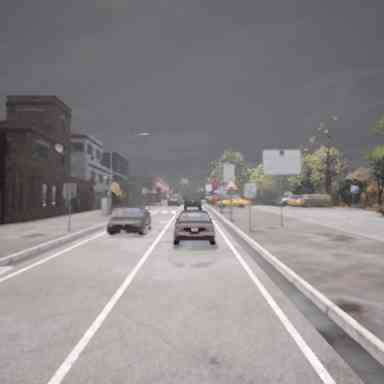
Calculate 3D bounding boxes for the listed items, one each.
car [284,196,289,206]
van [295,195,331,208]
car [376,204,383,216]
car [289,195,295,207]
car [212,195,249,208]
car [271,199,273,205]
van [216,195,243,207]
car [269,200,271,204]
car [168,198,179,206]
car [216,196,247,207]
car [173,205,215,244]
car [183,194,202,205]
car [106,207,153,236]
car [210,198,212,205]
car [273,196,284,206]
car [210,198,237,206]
[{"bbox_3d":[18.697,1.699,55.372,5.366,1.575,1.946,0,-1,0],"label":"car"},{"bbox_3d":[18.438,1.375,49.920,4.442,1.987,1.878,0,-1,0],"label":"van"},{"bbox_3d":[18.689,1.496,29.123,4.674,1.452,2.002,0,0,0],"label":"car"},{"bbox_3d":[18.718,1.646,52.712,5.366,1.575,1.946,0,-1,0],"label":"car"},{"bbox_3d":[6.097,1.604,50.466,5.366,1.575,1.946,0,-1,0],"label":"car"},{"bbox_3d":[18.426,1.916,63.877,4.892,1.521,2.231,0,-2,-1],"label":"car"},{"bbox_3d":[6.351,1.497,56.427,4.442,1.987,1.878,0,-1,0],"label":"van"},{"bbox_3d":[18.370,1.744,66.552,5.566,2.045,2.435,0,-2,-1],"label":"car"},{"bbox_3d":[-3.345,1.838,60.578,1.882,1.535,5.008,0,-2,0],"label":"car"},{"bbox_3d":[6.290,1.532,53.388,4.553,1.767,2.185,0,-1,0],"label":"car"},{"bbox_3d":[0.102,1.554,15.840,2.033,1.411,5.357,0,0,0],"label":"car"},{"bbox_3d":[0.082,1.250,42.022,2.150,2.045,5.566,0,0,-1],"label":"car"},{"bbox_3d":[-3.347,1.554,18.808,2.033,1.411,5.357,0,0,0],"label":"car"},{"bbox_3d":[6.207,1.623,62.617,5.566,2.045,2.435,0,-1,-1],"label":"car"},{"bbox_3d":[18.438,1.584,61.092,5.566,2.045,2.435,0,-2,-1],"label":"car"},{"bbox_3d":[6.147,1.962,65.526,5.008,1.535,2.097,0,-2,-1],"label":"car"}]
